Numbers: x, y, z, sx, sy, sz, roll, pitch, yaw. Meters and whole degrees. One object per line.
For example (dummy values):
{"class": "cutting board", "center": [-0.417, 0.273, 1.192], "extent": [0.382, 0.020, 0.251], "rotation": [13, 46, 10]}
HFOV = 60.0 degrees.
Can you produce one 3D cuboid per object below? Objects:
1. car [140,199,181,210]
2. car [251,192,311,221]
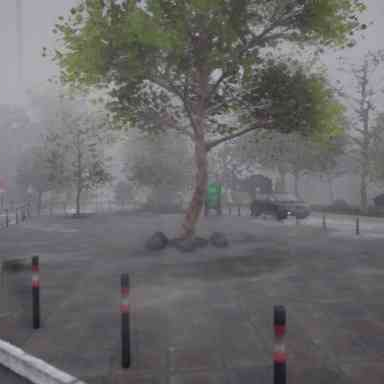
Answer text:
{"class": "car", "center": [-3.625, 1.448, 39.100], "extent": [4.718, 1.301, 1.895], "rotation": [0, 0, 8]}
{"class": "car", "center": [6.730, 1.051, 25.941], "extent": [2.150, 2.045, 5.566], "rotation": [0, 0, -21]}
